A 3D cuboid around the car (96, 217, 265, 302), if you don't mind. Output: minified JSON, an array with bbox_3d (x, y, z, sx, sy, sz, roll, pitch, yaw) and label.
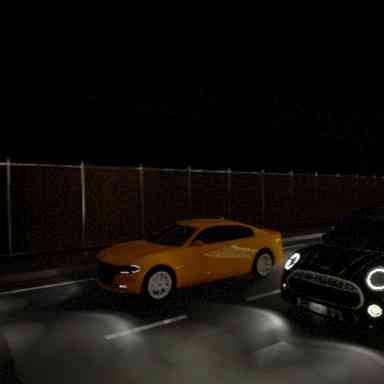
[{"bbox_3d":[0.142,1.438,8.379,5.008,1.535,1.882,-1,0,-35],"label":"car"}]

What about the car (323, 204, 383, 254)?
[{"bbox_3d":[7.741,1.362,13.778,5.008,1.535,1.882,-1,0,-35],"label":"car"}]

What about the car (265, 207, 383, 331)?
[{"bbox_3d":[3.894,1.296,6.748,4.553,1.767,2.097,-1,0,-35],"label":"car"}]
